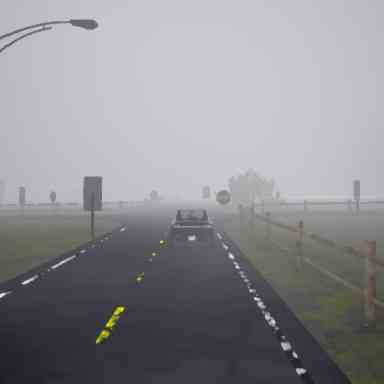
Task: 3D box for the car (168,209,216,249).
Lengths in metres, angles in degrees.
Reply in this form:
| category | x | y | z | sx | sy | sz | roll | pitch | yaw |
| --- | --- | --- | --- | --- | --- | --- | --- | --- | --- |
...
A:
| category | x | y | z | sx | sy | sz | roll | pitch | yaw |
| --- | --- | --- | --- | --- | --- | --- | --- | --- | --- |
| car | 0.000 | 1.502 | 14.654 | 2.128 | 1.511 | 4.902 | 0 | 0 | 0 |

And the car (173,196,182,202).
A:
| category | x | y | z | sx | sy | sz | roll | pitch | yaw |
| --- | --- | --- | --- | --- | --- | --- | --- | --- | --- |
| car | -3.497 | 1.607 | 78.483 | 1.994 | 1.385 | 4.181 | 0 | 0 | -3 |
